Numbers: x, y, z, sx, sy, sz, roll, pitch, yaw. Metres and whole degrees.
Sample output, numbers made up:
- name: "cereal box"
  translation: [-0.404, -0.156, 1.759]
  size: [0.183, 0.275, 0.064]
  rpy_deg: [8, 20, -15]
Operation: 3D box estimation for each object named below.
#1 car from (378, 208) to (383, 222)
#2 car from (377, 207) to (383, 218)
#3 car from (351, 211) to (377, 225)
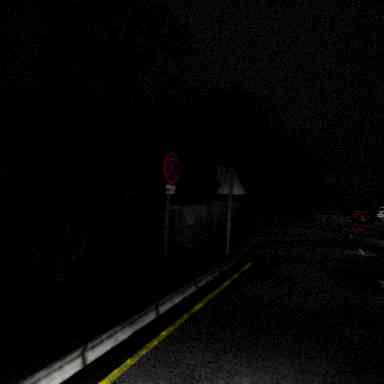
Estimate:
- name: "car"
  translation: [25.337, 3.180, 39.014]
  size: [5.366, 1.575, 1.946]
  rpy_deg: [4, 0, 2]
- name: "car"
  translation: [27.833, 3.126, 44.580]
  size: [5.566, 2.045, 2.435]
  rpy_deg: [4, -1, 2]
- name: "car"
  translation: [19.180, 2.846, 37.587]
  size: [1.882, 1.535, 5.008]
  rpy_deg: [3, 0, 23]
